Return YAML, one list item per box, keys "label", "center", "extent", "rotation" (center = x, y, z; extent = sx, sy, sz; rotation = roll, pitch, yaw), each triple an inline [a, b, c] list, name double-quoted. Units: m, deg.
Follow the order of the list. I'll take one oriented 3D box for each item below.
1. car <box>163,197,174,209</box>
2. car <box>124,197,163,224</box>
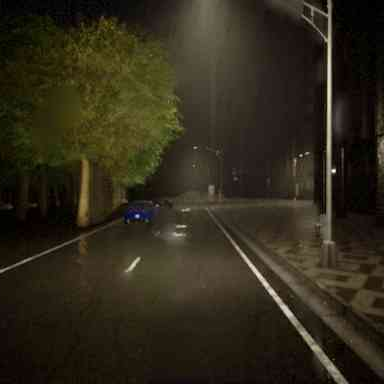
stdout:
- label: "car"
  center: [-3.384, 1.314, 41.472]
  extent: [1.994, 1.385, 4.181]
  rotation: [0, 0, 0]
- label: "car"
  center: [-3.392, 1.326, 23.079]
  extent: [1.882, 1.535, 5.008]
  rotation: [0, 1, 0]
